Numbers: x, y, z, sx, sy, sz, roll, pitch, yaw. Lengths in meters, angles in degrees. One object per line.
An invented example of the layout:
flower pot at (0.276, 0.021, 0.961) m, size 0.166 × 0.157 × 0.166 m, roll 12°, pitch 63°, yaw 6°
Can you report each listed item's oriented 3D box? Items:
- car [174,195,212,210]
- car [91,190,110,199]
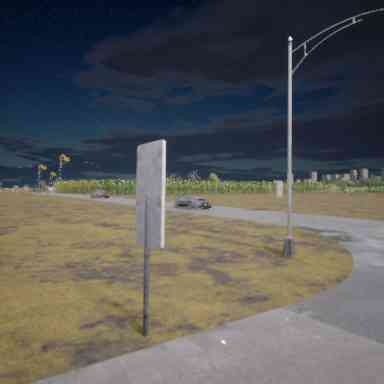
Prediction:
car at (0.066, 0.970, 31.934) m, size 1.994 × 1.385 × 4.181 m, roll 1°, pitch 0°, yaw -35°
car at (-14.662, 0.400, 53.071) m, size 1.994 × 1.385 × 4.181 m, roll 1°, pitch 0°, yaw -35°
